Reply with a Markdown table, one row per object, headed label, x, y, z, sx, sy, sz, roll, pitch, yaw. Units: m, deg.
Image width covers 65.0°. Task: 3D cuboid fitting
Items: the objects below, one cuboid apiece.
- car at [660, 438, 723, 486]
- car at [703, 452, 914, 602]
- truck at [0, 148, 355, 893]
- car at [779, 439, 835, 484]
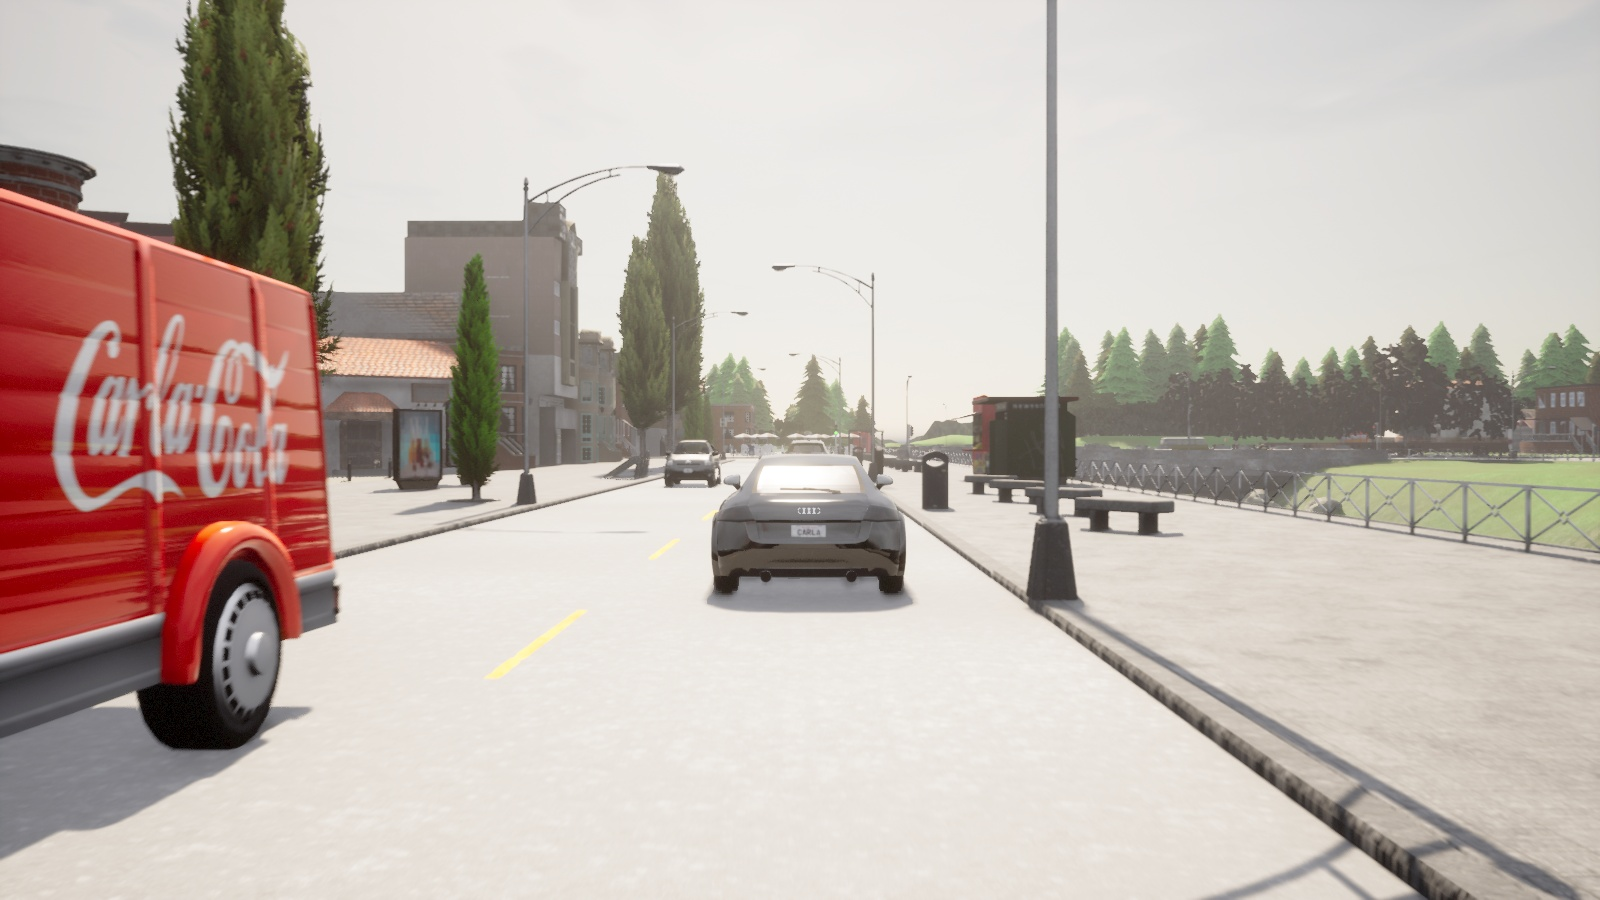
| label | x | y | z | sx | sy | sz | roll | pitch | yaw |
| --- | --- | --- | --- | --- | --- | --- | --- | --- | --- |
| car | -3.741 | 0.394 | 43.897 | 1.851 | 1.617 | 3.988 | 0 | 0 | 0 |
| car | 0.093 | 0.732 | 13.993 | 1.994 | 1.385 | 4.181 | 0 | 0 | 0 |
| truck | -3.957 | 0.229 | 4.819 | 2.627 | 2.467 | 5.204 | 0 | 0 | 0 |
| car | 0.282 | 0.405 | 48.259 | 2.033 | 1.649 | 4.856 | 0 | 0 | 0 |
